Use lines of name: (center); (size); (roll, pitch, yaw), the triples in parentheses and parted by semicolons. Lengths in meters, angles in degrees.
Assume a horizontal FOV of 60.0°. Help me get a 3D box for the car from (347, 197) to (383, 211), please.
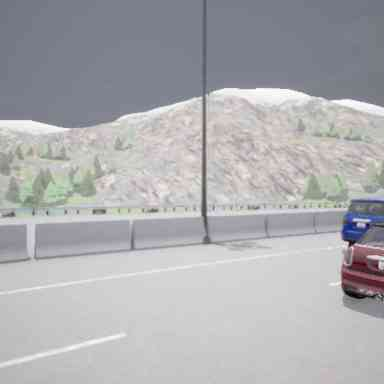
car: (8.152, 1.230, 12.663); (5.566, 2.045, 2.150); (0, 0, -28)

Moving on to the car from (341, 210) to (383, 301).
car: (5.319, 1.358, 7.034); (4.553, 1.767, 2.097); (0, 0, -30)
